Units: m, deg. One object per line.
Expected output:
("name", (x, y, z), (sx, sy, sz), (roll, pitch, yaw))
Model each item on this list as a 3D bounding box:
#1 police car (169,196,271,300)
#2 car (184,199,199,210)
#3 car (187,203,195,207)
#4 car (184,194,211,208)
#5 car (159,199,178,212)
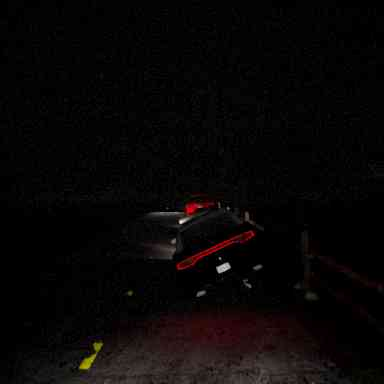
("police car", (0.484, 1.209, 8.657), (1.930, 1.638, 5.238), (-25, 0, 0))
("car", (-0.074, 1.726, 46.471), (2.033, 1.411, 5.357), (0, 0, 0))
("car", (0.791, 1.567, 18.537), (1.812, 1.442, 4.674), (0, 0, 0))
("car", (0.677, 1.236, 24.480), (2.150, 2.045, 5.566), (-3, -2, 3))
("car", (-2.827, 1.641, 40.206), (1.837, 1.490, 4.892), (0, 0, 0))
